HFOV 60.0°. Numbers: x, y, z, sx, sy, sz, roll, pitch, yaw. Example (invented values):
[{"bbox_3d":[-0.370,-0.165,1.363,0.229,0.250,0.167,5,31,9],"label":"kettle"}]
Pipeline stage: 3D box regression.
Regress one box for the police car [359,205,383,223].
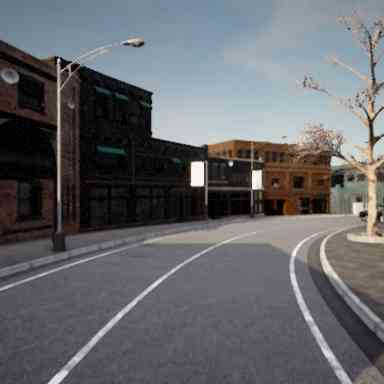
[{"bbox_3d":[18.580,2.125,32.901,5.238,1.638,1.930,1,-1,-34],"label":"police car"}]
